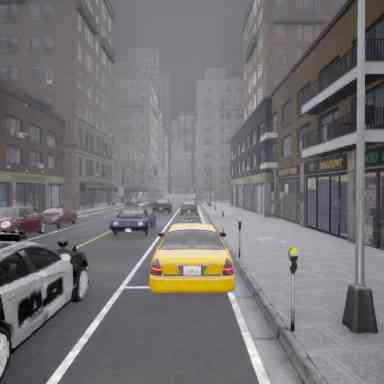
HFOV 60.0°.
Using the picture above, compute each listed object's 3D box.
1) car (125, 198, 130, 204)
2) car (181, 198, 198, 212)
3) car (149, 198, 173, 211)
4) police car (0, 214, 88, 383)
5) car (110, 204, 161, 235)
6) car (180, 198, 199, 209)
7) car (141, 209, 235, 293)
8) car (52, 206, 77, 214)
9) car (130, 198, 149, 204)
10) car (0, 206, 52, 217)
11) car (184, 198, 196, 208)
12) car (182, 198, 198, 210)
[{"bbox_3d":[-8.822,1.517,49.695,1.887,1.381,4.507,-1,0,0],"label":"car"},{"bbox_3d":[-0.279,1.507,38.694,1.752,1.417,4.829,-1,0,0],"label":"car"},{"bbox_3d":[-3.091,1.462,35.498,1.882,1.535,5.008,0,0,0],"label":"car"},{"bbox_3d":[-3.146,1.423,5.291,1.930,1.638,5.238,0,0,0],"label":"police car"},{"bbox_3d":[-3.108,1.595,18.605,1.895,1.301,4.718,0,0,1],"label":"car"},{"bbox_3d":[-0.280,1.537,32.939,2.008,1.369,4.403,-1,0,0],"label":"car"},{"bbox_3d":[0.004,1.455,8.842,1.801,1.575,5.366,0,0,0],"label":"car"},{"bbox_3d":[-8.822,1.575,21.767,1.802,1.307,4.206,-1,0,0],"label":"car"},{"bbox_3d":[-6.191,1.470,43.029,2.128,1.511,4.902,0,0,1],"label":"car"},{"bbox_3d":[-8.823,1.435,16.181,1.967,1.590,4.097,-1,0,0],"label":"car"},{"bbox_3d":[-0.276,1.554,49.696,1.802,1.307,4.206,-1,0,0],"label":"car"},{"bbox_3d":[-0.278,1.543,44.111,1.947,1.339,4.313,-1,0,0],"label":"car"}]
